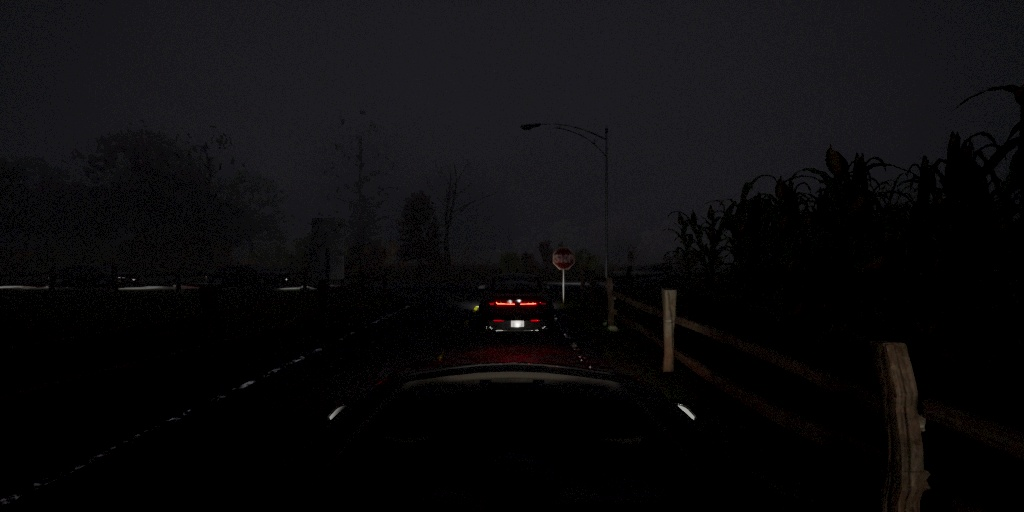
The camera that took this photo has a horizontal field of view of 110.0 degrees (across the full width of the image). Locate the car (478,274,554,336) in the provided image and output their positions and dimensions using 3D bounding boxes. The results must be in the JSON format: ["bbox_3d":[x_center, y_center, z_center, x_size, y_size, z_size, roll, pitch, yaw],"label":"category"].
[{"bbox_3d":[0.071,1.255,10.366,1.837,1.490,4.892,0,0,-1],"label":"car"}]

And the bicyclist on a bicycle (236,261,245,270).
[{"bbox_3d":[-22.402,1.241,29.442,0.582,1.620,1.656,0,0,1],"label":"bicyclist on a bicycle"}]

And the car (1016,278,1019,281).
[{"bbox_3d":[33.960,1.141,25.593,5.008,1.535,1.882,0,0,1],"label":"car"}]

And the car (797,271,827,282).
[{"bbox_3d":[22.186,1.246,25.771,5.357,1.411,2.033,0,0,1],"label":"car"}]

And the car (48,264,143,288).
[{"bbox_3d":[-27.248,1.293,23.540,4.892,1.490,1.837,0,0,0],"label":"car"}]

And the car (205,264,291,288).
[{"bbox_3d":[-17.116,1.281,23.391,4.892,1.490,1.837,0,0,1],"label":"car"}]

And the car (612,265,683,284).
[{"bbox_3d":[9.692,1.328,25.854,4.718,1.301,1.895,0,0,-1],"label":"car"}]
